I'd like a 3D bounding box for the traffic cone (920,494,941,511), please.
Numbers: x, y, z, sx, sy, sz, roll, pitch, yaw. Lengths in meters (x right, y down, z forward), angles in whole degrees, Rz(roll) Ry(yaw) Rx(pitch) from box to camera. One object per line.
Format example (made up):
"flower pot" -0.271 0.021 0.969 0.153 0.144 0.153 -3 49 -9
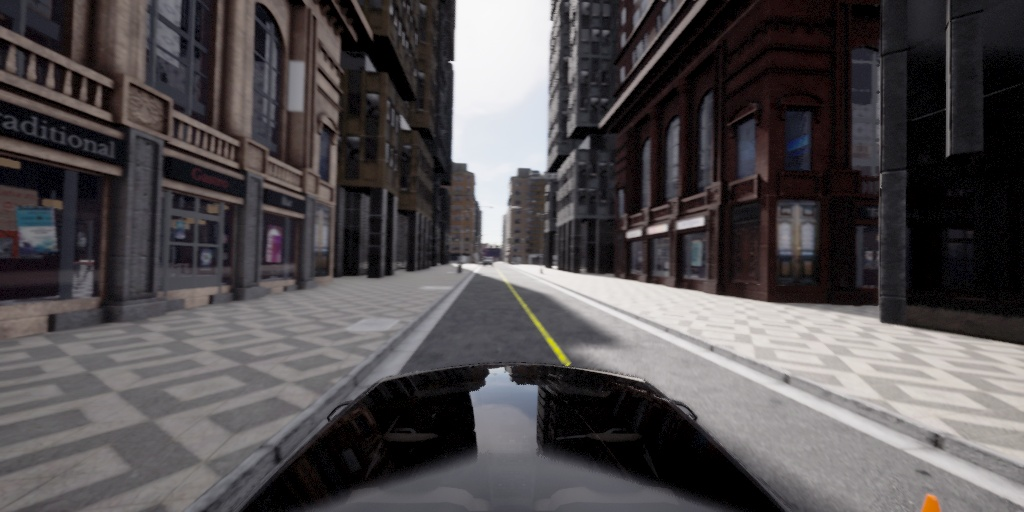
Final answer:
"traffic cone" 2.572 1.771 2.206 0.340 0.580 0.340 0 0 -4
